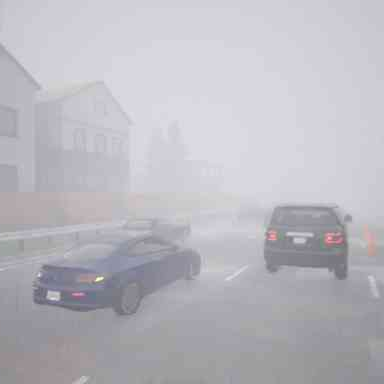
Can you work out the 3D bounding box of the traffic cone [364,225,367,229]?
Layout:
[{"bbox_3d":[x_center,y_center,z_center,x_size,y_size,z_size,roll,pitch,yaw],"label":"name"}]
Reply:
[{"bbox_3d":[8.772,2.113,16.676,0.340,0.580,0.340,-1,-1,25],"label":"traffic cone"}]

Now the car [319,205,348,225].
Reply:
[{"bbox_3d":[11.635,1.843,27.180,1.994,1.385,4.181,-1,-1,25],"label":"car"}]

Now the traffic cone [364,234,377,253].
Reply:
[{"bbox_3d":[7.057,2.078,13.063,0.340,0.580,0.340,-1,-1,25],"label":"traffic cone"}]

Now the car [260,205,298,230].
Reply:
[{"bbox_3d":[6.610,1.795,24.756,1.837,1.490,4.892,-1,-1,25],"label":"car"}]

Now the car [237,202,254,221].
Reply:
[{"bbox_3d":[5.867,1.741,31.359,2.097,1.767,4.553,-1,-1,25],"label":"car"}]

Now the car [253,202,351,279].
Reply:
[{"bbox_3d":[3.857,1.340,10.802,2.150,2.045,5.566,-1,-1,25],"label":"car"}]

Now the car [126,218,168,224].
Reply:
[{"bbox_3d":[-1.778,1.832,15.240,1.895,1.301,4.718,-1,-1,25],"label":"car"}]

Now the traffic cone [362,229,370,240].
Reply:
[{"bbox_3d":[7.915,2.095,14.870,0.340,0.580,0.340,-1,-1,25],"label":"traffic cone"}]

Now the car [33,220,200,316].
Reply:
[{"bbox_3d":[-1.415,1.650,7.848,1.812,1.442,4.674,-1,-1,25],"label":"car"}]
